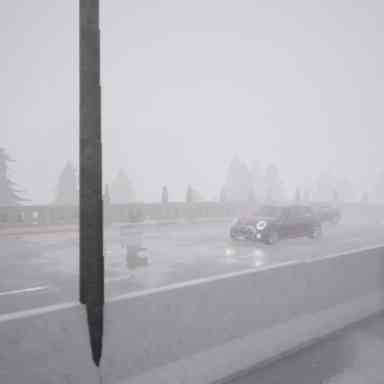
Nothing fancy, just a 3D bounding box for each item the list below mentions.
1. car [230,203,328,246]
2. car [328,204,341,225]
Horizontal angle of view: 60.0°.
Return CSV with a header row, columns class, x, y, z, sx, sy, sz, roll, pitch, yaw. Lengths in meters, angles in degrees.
class,x,y,z,sx,sy,sz,roll,pitch,yaw
car,3.921,1.356,15.387,4.553,1.767,2.097,0,0,-35
car,8.248,1.497,22.771,4.902,1.511,2.128,0,0,-35
